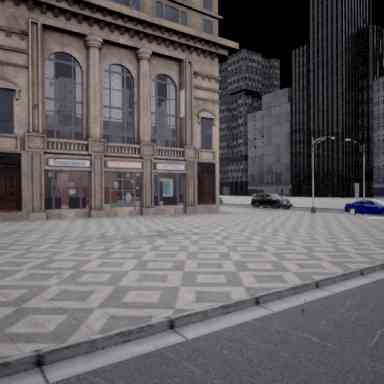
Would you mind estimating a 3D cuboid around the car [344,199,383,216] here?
[{"bbox_3d":[16.716,1.426,30.727,1.882,1.535,5.008,-1,1,-35],"label":"car"}]

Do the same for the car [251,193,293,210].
[{"bbox_3d":[9.724,1.136,41.075,2.150,2.045,5.566,-1,0,-34],"label":"car"}]

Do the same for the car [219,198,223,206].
[{"bbox_3d":[2.748,1.230,51.425,2.097,1.767,4.553,-1,0,-34],"label":"car"}]

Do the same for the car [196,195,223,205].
[{"bbox_3d":[2.940,1.314,56.711,1.882,1.535,5.008,-1,1,-34],"label":"car"}]
